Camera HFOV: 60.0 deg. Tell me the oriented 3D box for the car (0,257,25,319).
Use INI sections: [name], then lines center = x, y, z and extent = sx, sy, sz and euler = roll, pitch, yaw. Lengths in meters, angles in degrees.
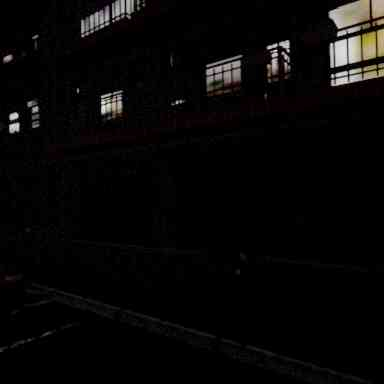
[car]
center = -4.927, 1.562, 6.247
extent = 4.507, 1.381, 1.887
euler = 0, -2, 35
